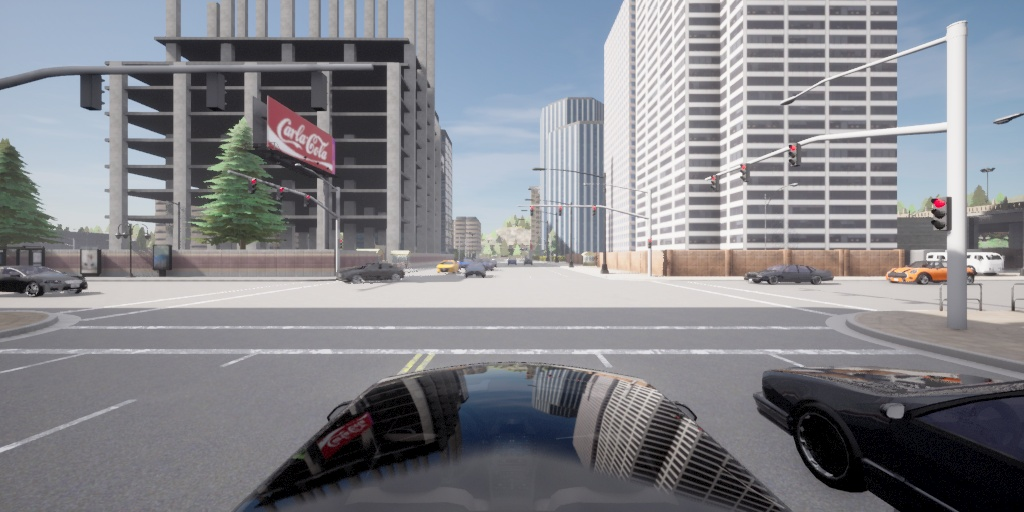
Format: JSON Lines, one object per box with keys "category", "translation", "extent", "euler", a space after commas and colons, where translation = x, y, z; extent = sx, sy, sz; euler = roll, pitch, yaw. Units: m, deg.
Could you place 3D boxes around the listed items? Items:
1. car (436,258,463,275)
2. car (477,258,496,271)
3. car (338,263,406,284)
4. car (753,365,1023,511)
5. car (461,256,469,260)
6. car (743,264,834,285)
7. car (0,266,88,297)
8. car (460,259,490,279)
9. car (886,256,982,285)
{"category": "car", "translation": [-7.082, 1.228, 39.899], "extent": [1.882, 1.535, 5.008], "euler": [0, 0, 0]}
{"category": "car", "translation": [-3.576, 1.101, 47.360], "extent": [2.097, 1.767, 4.553], "euler": [0, 0, 0]}
{"category": "car", "translation": [-10.503, 1.257, 27.122], "extent": [4.892, 1.490, 1.837], "euler": [1, 2, -45]}
{"category": "car", "translation": [3.597, 1.297, 1.490], "extent": [2.033, 1.411, 5.357], "euler": [0, 0, 0]}
{"category": "car", "translation": [-7.070, 1.227, 54.729], "extent": [1.882, 1.535, 5.008], "euler": [0, 0, 0]}
{"category": "car", "translation": [19.647, 1.297, 25.537], "extent": [5.357, 1.411, 2.033], "euler": [0, 0, 0]}
{"category": "car", "translation": [-24.548, 1.241, 18.121], "extent": [4.902, 1.511, 2.128], "euler": [0, 0, 0]}
{"category": "car", "translation": [-3.373, 1.297, 33.340], "extent": [2.033, 1.411, 5.357], "euler": [0, 0, -3]}
{"category": "car", "translation": [29.655, 1.102, 25.558], "extent": [4.553, 1.767, 2.097], "euler": [0, 0, 1]}
